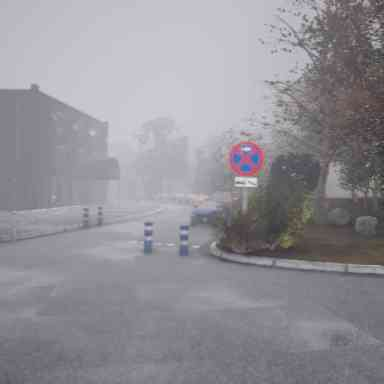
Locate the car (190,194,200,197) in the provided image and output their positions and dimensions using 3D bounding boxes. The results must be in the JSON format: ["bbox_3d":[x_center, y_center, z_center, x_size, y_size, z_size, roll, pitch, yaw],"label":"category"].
[{"bbox_3d":[1.685,1.110,43.565,2.097,1.535,5.008,1,0,-13],"label":"car"}]

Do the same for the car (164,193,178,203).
[{"bbox_3d":[-2.211,0.995,54.108,2.097,1.535,5.008,0,1,-27],"label":"car"}]

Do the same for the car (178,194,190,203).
[{"bbox_3d":[0.159,1.032,48.948,2.231,1.521,4.892,1,0,-21],"label":"car"}]

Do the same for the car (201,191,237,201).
[{"bbox_3d":[2.340,0.971,26.465,2.435,2.045,5.566,2,0,7],"label":"car"}]

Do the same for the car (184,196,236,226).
[{"bbox_3d":[1.272,1.238,20.567,2.097,1.535,5.008,2,0,12],"label":"car"}]

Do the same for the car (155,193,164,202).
[{"bbox_3d":[-4.887,0.999,59.323,2.231,1.521,4.892,0,-1,-34],"label":"car"}]
